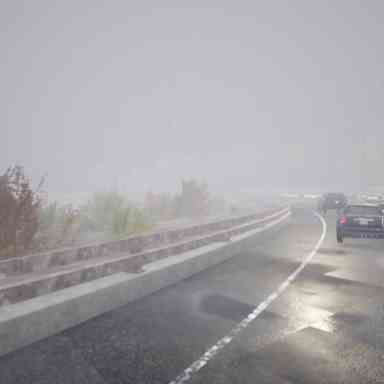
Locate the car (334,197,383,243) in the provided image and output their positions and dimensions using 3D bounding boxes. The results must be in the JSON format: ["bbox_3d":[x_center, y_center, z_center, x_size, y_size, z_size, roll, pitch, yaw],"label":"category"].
[{"bbox_3d":[7.968,1.289,15.656,2.097,1.767,4.553,0,0,24],"label":"car"}]

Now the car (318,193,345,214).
[{"bbox_3d":[14.255,1.086,33.865,2.150,2.045,5.566,0,0,14],"label":"car"}]
